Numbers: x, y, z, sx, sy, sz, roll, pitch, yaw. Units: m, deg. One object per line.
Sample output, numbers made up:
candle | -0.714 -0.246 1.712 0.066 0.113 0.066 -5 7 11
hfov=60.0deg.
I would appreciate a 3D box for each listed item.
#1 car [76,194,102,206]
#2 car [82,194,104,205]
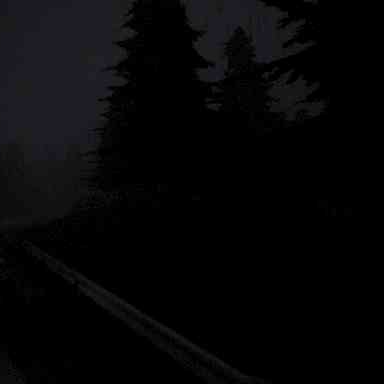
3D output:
car | -12.291 1.207 39.666 2.033 1.411 5.357 -3 1 -2
car | -15.984 1.125 53.876 2.128 1.511 4.902 -3 1 0
